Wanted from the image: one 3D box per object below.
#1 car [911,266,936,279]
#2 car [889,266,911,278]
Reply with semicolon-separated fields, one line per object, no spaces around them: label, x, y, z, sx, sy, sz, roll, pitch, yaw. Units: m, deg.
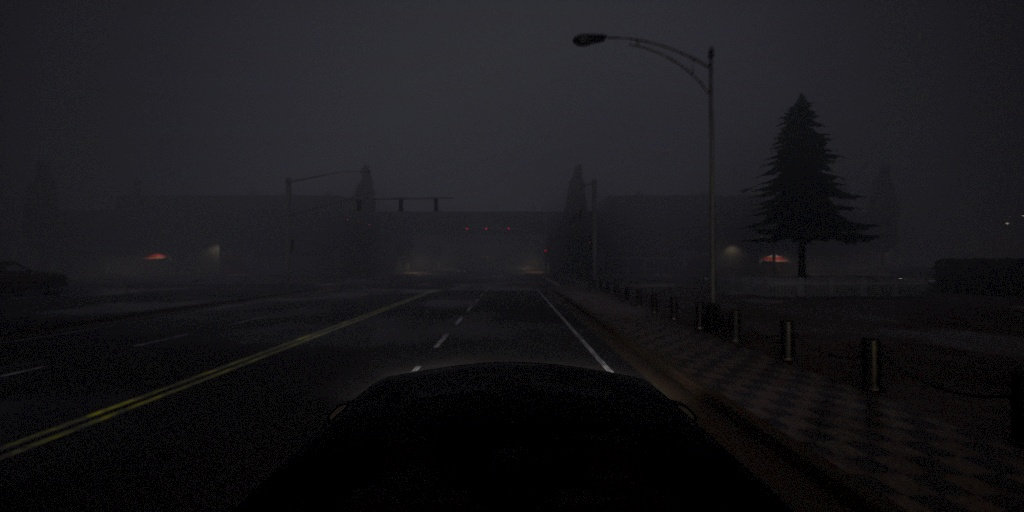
car;46.487;1.758;38.353;5.008;1.535;1.882;0;-1;0
car;46.777;1.896;41.850;4.181;1.385;1.994;0;-1;0
